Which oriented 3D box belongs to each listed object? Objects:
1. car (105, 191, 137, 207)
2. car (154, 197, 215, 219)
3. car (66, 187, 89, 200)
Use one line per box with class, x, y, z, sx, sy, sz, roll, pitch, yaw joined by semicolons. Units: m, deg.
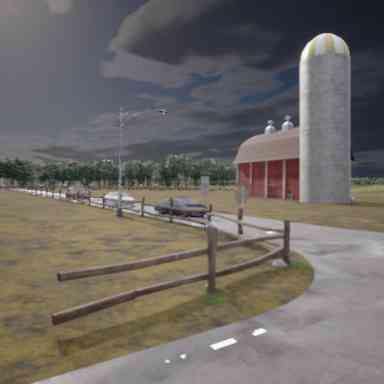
car;-6.999;0.683;32.092;1.812;1.442;4.674;0;2;-35
car;-0.664;1.069;23.182;2.033;1.411;5.357;0;2;-35
car;-14.778;0.088;43.091;2.097;1.767;4.553;0;2;-35
